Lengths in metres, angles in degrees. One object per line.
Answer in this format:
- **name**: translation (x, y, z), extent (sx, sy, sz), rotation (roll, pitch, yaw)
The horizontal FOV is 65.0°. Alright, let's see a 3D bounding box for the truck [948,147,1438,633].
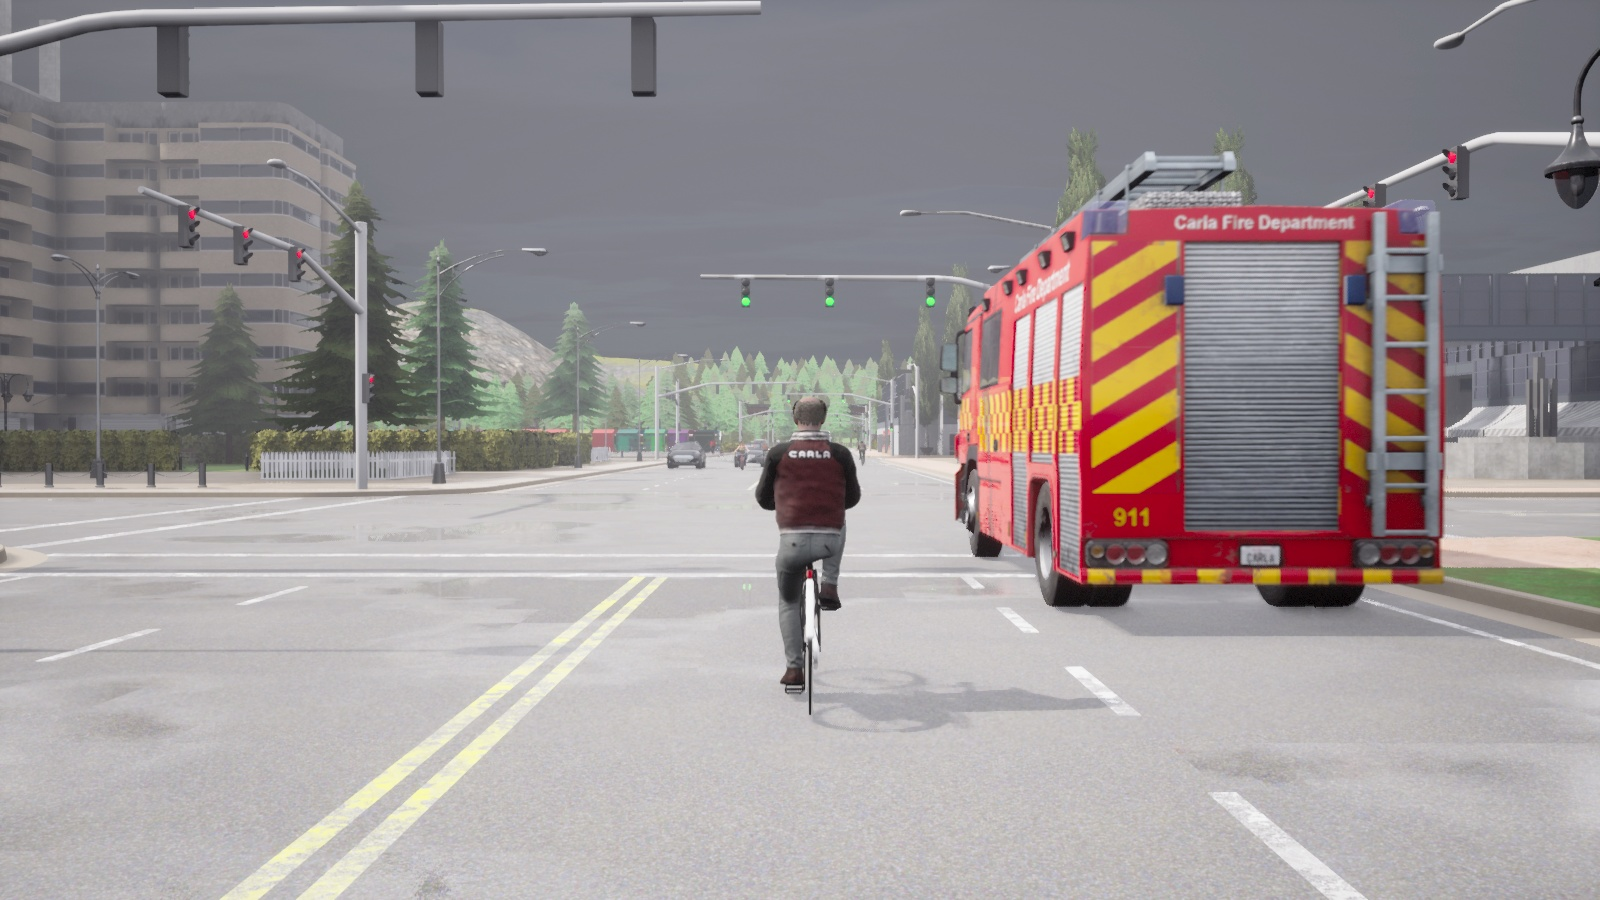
- **truck**: translation (3.595, -0.496, 14.127), extent (2.891, 3.827, 8.468), rotation (0, 0, 0)

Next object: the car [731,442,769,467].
- **car**: translation (-3.053, 0.260, 77.599), extent (2.128, 1.511, 4.902), rotation (0, 0, 0)

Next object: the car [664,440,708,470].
- **car**: translation (-6.578, 0.258, 72.902), extent (2.033, 1.649, 4.856), rotation (0, 0, 0)

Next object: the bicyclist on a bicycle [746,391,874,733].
- **bicyclist on a bicycle**: translation (0.057, 0.575, 7.438), extent (0.659, 1.776, 1.843), rotation (0, 0, 0)

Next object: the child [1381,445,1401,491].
- **child**: translation (16.563, 0.499, 35.198), extent (0.437, 1.263, 0.270), rotation (0, 0, -6)
